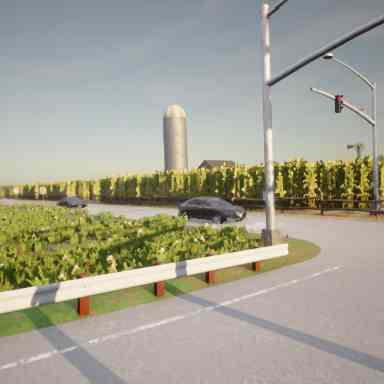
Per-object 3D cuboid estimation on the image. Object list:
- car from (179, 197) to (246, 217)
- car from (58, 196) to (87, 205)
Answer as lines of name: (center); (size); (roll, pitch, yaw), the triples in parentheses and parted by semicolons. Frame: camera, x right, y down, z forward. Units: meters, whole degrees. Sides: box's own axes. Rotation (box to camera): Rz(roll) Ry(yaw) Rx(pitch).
car: (1.129, 1.077, 20.317); (1.837, 1.490, 4.892); (-3, 2, -40)
car: (-13.793, 1.207, 38.001); (2.033, 1.411, 5.357); (-3, 2, -40)
